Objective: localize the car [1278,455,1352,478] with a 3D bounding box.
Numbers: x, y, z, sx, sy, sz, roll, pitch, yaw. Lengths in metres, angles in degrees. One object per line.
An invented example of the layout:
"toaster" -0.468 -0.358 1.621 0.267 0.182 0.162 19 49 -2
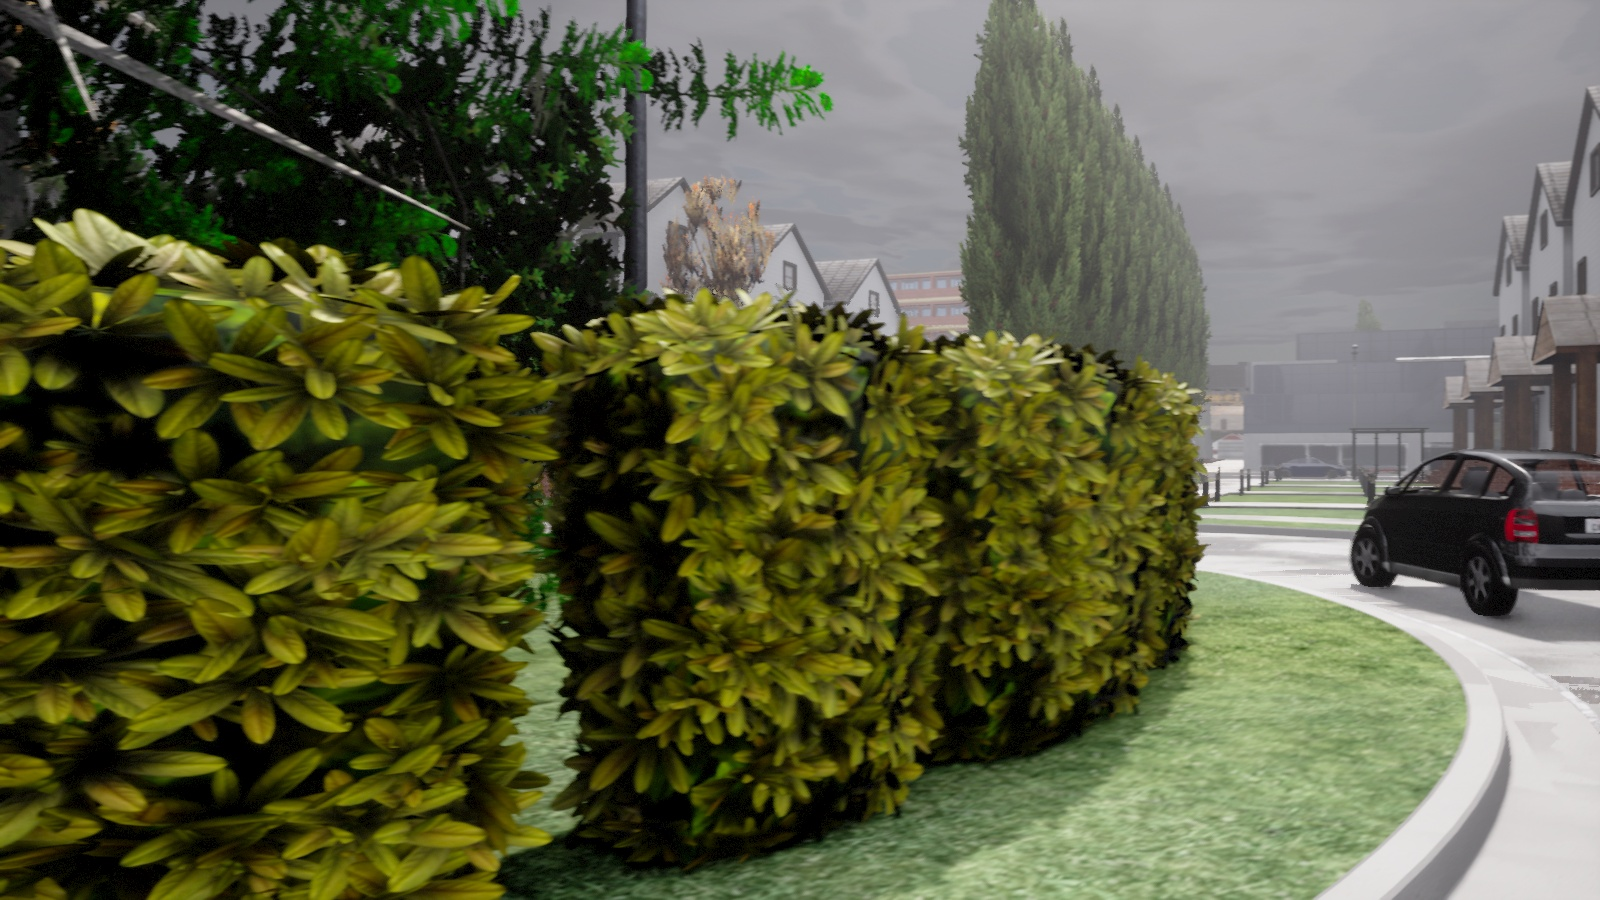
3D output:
"car" 31.670 1.000 77.217 4.181 1.385 1.994 0 0 23

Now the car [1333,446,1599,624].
"car" 7.086 0.750 12.845 1.789 1.549 3.705 0 0 2
